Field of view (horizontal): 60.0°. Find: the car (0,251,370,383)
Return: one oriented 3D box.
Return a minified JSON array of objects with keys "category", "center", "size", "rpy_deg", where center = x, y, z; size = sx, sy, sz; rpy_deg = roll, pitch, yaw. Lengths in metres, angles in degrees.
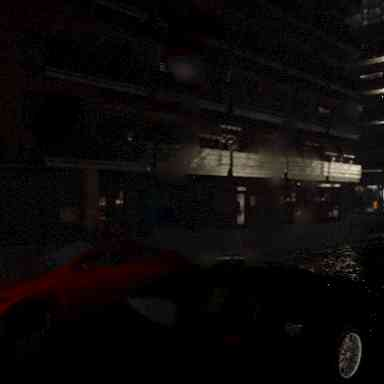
[{"category":"car","center":[0.328,1.562,3.951],"size":[4.674,1.442,1.812],"rpy_deg":[1,-1,-36]}]

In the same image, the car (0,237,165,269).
[{"category":"car","center":[-1.898,1.601,6.356],"size":[4.181,1.385,1.994],"rpy_deg":[1,-1,-36]}]
